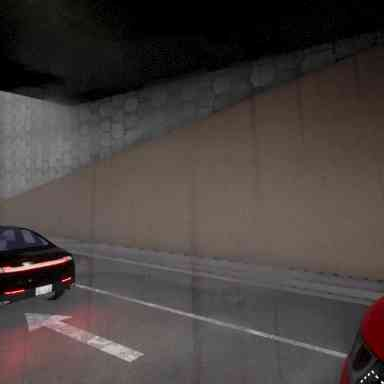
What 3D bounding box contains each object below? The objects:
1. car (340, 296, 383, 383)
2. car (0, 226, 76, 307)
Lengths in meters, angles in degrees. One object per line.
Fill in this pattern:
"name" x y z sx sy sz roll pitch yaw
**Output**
"car" 3.627 1.221 1.357 5.566 2.045 2.150 0 0 35
"car" -4.550 1.492 7.215 4.902 1.511 2.128 0 0 36
